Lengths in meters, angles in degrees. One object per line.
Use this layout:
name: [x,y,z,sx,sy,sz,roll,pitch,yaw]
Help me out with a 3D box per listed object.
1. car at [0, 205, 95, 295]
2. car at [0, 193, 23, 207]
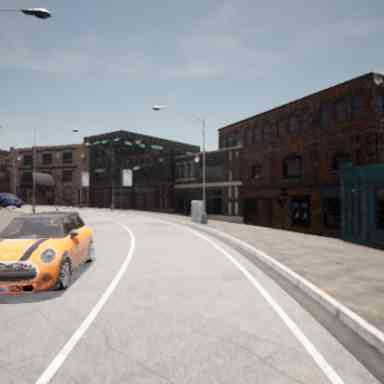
car: [-4.041,1.368,8.905,2.097,1.767,4.553,0,0,-6]
car: [-24.545,1.123,43.537,5.566,2.045,2.150,1,-1,30]
